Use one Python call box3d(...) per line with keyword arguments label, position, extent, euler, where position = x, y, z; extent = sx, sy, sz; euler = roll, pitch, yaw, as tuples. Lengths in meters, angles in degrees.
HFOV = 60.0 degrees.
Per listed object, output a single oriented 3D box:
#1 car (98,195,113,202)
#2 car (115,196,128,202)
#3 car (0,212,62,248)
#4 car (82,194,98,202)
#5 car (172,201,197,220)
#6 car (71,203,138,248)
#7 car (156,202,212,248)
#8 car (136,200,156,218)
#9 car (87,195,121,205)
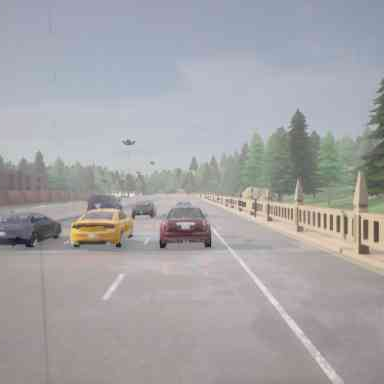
box3d(label="car", position=(-19.252, 1.514, 74.447), extent=(2.128, 1.511, 4.902), euler=(0, 0, -1))
box3d(label="car", position=(-15.753, 1.529, 74.528), extent=(2.033, 1.411, 5.357), euler=(0, 0, -1))
box3d(label="car", position=(-7.313, 1.569, 14.708), extent=(1.994, 1.385, 4.181), euler=(0, 0, -2))
box3d(label="car", position=(-22.752, 1.344, 74.395), extent=(2.097, 1.767, 4.553), euler=(0, 0, -1))
box3d(label="car", position=(-0.709, 1.561, 29.844), extent=(2.033, 1.411, 5.357), euler=(0, 0, -1))
box3d(label="car", position=(-3.816, 1.482, 14.833), extent=(1.882, 1.535, 5.008), euler=(0, 0, -2))
box3d(label="car", position=(-0.317, 1.363, 14.927), extent=(2.097, 1.767, 4.553), euler=(0, 0, -2))
box3d(label="car", position=(-4.208, 1.492, 29.763), extent=(2.128, 1.511, 4.902), euler=(0, 0, -1))
box3d(label="car", position=(-7.708, 1.255, 29.711), extent=(2.150, 2.045, 5.566), euler=(0, 0, -1))
